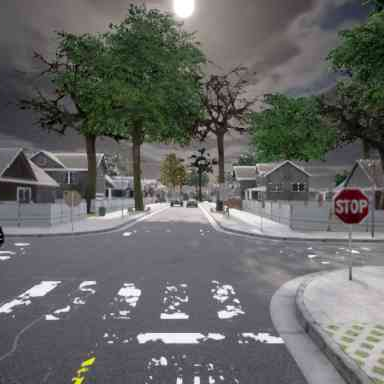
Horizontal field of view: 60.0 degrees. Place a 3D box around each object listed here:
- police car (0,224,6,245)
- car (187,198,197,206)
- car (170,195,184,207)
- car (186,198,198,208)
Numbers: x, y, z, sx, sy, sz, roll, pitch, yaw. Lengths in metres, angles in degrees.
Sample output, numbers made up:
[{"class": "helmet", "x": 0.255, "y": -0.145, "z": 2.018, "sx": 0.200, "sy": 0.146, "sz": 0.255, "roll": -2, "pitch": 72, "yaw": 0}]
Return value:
[{"class": "police car", "x": -9.305, "y": 1.289, "z": 11.501, "sx": 5.238, "sy": 1.638, "sz": 1.930, "roll": 1, "pitch": -1, "yaw": -1}, {"class": "car", "x": 0.008, "y": 1.968, "z": 66.023, "sx": 1.837, "sy": 1.490, "sz": 4.892, "roll": 0, "pitch": -1, "yaw": 0}, {"class": "car", "x": -2.743, "y": 1.621, "z": 60.994, "sx": 2.150, "sy": 2.045, "sz": 5.566, "roll": 0, "pitch": -1, "yaw": 0}, {"class": "car", "x": 0.009, "y": 1.865, "z": 55.985, "sx": 1.812, "sy": 1.442, "sz": 4.674, "roll": 0, "pitch": -1, "yaw": 0}]
